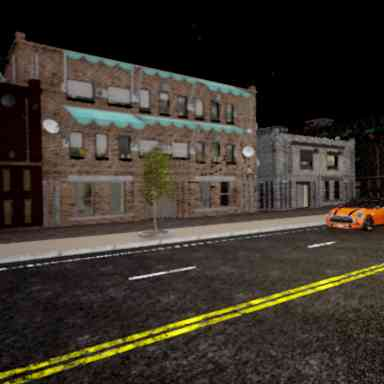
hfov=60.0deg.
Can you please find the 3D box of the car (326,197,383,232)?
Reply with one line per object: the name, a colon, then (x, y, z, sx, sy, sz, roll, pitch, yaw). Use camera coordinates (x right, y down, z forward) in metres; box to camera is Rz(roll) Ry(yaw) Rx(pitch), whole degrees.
car: (9.432, 1.113, 18.332, 4.553, 1.767, 2.097, -1, 1, -35)
